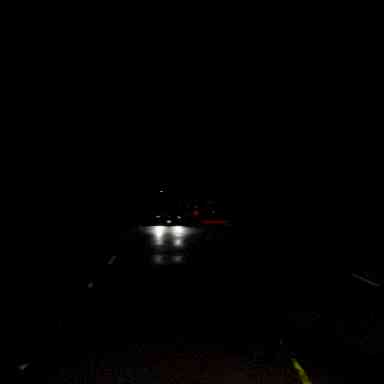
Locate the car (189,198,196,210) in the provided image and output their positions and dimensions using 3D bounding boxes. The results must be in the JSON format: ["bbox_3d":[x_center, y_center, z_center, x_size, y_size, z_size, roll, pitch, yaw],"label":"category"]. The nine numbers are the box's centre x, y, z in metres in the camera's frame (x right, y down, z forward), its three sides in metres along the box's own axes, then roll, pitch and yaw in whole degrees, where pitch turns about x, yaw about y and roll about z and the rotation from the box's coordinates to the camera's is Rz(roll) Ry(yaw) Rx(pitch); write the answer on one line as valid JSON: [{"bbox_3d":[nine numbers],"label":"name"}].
[{"bbox_3d":[0.723,1.457,42.386,1.837,1.490,4.892,1,1,-3],"label":"car"}]

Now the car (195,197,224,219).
[{"bbox_3d":[1.607,1.464,29.380,1.882,1.535,5.008,1,0,-3],"label":"car"}]

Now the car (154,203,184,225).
[{"bbox_3d":[-1.610,1.471,23.575,2.033,1.411,5.357,1,0,-4],"label":"car"}]
